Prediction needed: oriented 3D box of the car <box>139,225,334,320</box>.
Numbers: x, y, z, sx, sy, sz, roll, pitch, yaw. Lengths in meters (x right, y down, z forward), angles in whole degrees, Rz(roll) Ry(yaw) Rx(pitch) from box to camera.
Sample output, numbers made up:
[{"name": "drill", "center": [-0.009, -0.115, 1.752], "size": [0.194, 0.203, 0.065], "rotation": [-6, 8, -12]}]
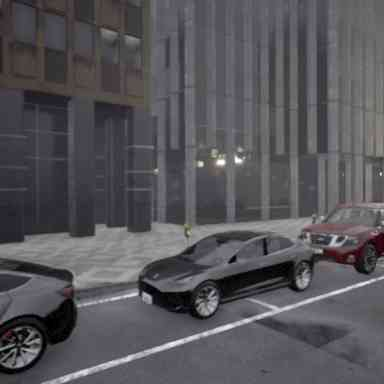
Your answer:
[{"name": "car", "center": [0.949, 1.563, 7.346], "size": [4.313, 1.339, 1.947], "rotation": [0, 0, -36]}]

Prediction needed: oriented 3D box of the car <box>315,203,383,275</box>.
[{"name": "car", "center": [5.523, 1.301, 10.638], "size": [5.009, 1.841, 2.192], "rotation": [0, 0, -36]}]

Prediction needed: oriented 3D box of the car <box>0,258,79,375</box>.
[{"name": "car", "center": [-3.626, 1.574, 4.053], "size": [4.313, 1.339, 1.947], "rotation": [0, 0, -36]}]
